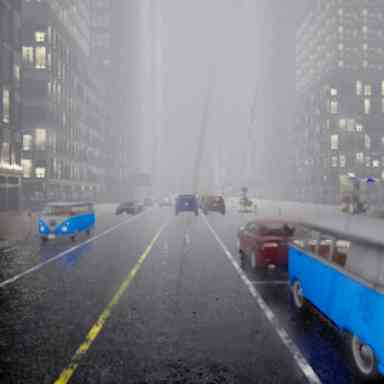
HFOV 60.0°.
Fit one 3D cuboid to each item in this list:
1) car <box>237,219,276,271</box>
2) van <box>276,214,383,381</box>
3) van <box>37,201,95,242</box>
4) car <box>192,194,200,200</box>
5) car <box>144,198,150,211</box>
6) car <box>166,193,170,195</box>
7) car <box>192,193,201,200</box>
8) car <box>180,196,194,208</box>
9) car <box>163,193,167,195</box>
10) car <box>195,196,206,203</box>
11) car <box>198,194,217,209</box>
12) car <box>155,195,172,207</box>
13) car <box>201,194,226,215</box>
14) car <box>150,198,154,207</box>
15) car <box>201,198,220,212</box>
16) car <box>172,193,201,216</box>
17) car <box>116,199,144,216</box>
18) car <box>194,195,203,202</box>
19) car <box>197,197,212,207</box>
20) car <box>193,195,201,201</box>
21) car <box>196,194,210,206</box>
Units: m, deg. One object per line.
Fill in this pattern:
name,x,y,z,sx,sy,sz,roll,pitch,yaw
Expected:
car,2.551,1.522,10.708,1.887,1.381,4.507,0,0,-1
van,2.738,1.325,5.172,1.690,1.788,3.998,0,0,-1
van,-5.947,1.342,16.097,1.690,1.788,3.998,0,0,-1
car,1.083,1.304,93.782,1.967,1.590,4.097,0,0,-1
car,-6.333,1.523,38.250,2.008,1.369,4.403,0,0,-1
car,-7.103,1.492,82.559,1.802,1.307,4.206,0,0,-1
car,1.180,1.187,88.243,2.192,1.841,5.009,0,0,-1
car,-0.757,1.417,47.413,1.882,1.535,5.008,0,0,0
car,-6.910,1.508,71.482,1.802,1.307,4.206,0,0,-1
car,1.565,1.455,66.090,2.008,1.369,4.403,0,0,-1
car,1.950,1.250,43.936,2.192,1.841,5.009,0,0,-1
car,-3.837,1.551,49.191,2.033,1.411,5.357,0,0,-1
car,2.143,1.265,32.858,2.192,1.841,5.009,0,0,-1
car,-6.525,1.539,49.328,1.802,1.307,4.206,0,0,-1
car,2.046,1.487,38.397,1.887,1.381,4.507,0,0,-1
car,-0.508,1.183,32.197,2.150,2.045,5.566,0,0,-1
car,-6.236,1.545,32.712,1.947,1.339,4.313,0,0,-1
car,1.466,1.421,71.798,1.752,1.417,4.829,0,0,-1
car,1.854,1.493,49.475,1.947,1.339,4.313,0,0,-1
car,1.276,1.446,82.705,1.947,1.339,4.313,0,0,-1
car,1.758,1.234,55.013,2.192,1.841,5.009,0,0,-1
